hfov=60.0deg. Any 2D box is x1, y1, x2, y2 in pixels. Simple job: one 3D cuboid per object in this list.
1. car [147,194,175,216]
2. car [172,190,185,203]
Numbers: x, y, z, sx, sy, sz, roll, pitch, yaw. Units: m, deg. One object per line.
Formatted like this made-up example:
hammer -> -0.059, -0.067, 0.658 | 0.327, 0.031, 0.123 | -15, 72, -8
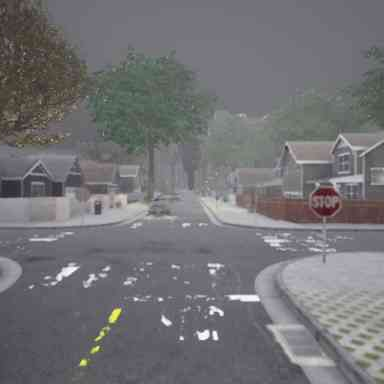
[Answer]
car -> -2.758, 1.302, 29.477 | 1.837, 1.490, 4.892 | 0, 2, 0
car -> -2.766, 0.814, 57.152 | 2.097, 1.767, 4.553 | 0, 0, 0
